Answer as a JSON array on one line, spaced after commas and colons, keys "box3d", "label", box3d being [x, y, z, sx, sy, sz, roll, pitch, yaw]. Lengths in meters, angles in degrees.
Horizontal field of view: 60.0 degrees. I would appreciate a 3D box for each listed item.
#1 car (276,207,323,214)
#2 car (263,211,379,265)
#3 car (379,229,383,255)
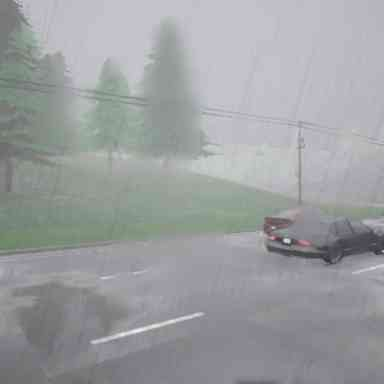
[{"box3d": [5.712, 1.486, 16.479, 5.008, 1.535, 1.882, 0, 0, -35], "label": "car"}, {"box3d": [4.987, 1.554, 11.702, 5.357, 1.411, 2.033, 0, 0, -35], "label": "car"}, {"box3d": [7.880, 1.230, 9.455, 5.566, 2.045, 2.150, 0, 0, -35], "label": "car"}]
